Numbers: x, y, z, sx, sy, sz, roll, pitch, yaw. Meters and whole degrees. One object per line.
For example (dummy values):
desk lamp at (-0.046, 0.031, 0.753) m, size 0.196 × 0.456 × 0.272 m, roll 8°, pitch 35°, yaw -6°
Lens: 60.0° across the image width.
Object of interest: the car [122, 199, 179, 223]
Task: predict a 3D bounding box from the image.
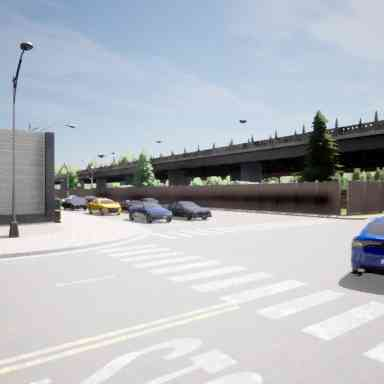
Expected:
car at (-3.231, 1.470, 24.996) m, size 1.812 × 1.442 × 4.674 m, roll 0°, pitch 0°, yaw -36°

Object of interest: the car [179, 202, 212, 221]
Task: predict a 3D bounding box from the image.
car at (-0.629, 1.492, 27.367) m, size 2.033 × 1.411 × 5.357 m, roll 0°, pitch 0°, yaw -36°

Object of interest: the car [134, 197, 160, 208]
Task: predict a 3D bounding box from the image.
car at (-6.463, 1.508, 47.910) m, size 1.994 × 1.385 × 4.181 m, roll 0°, pitch 0°, yaw -36°

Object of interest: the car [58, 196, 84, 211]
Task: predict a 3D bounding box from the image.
car at (-14.294, 1.492, 40.480) m, size 2.033 × 1.411 × 5.357 m, roll 0°, pitch 0°, yaw -35°

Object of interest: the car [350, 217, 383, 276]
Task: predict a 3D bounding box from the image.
car at (6.044, 1.468, 9.675) m, size 1.882 × 1.535 × 5.008 m, roll 1°, pitch 1°, yaw 38°

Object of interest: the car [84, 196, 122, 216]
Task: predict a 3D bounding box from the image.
car at (-8.597, 1.422, 32.501) m, size 1.882 × 1.535 × 5.008 m, roll 0°, pitch 0°, yaw -36°

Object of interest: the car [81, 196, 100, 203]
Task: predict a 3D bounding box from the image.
car at (-20.746, 1.488, 67.792) m, size 2.033 × 1.411 × 5.357 m, roll 0°, pitch 0°, yaw -36°

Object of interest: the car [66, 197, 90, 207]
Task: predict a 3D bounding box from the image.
car at (-17.486, 1.492, 50.986) m, size 2.033 × 1.411 × 5.357 m, roll 0°, pitch 0°, yaw -35°

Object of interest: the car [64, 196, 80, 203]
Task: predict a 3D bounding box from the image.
car at (-23.772, 1.469, 65.932) m, size 1.812 × 1.442 × 4.674 m, roll 0°, pitch 0°, yaw -36°

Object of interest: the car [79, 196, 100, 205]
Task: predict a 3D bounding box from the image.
car at (-17.845, 1.422, 57.813) m, size 1.882 × 1.535 × 5.008 m, roll 0°, pitch 0°, yaw -36°

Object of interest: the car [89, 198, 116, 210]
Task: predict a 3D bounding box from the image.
car at (-11.454, 1.470, 42.542) m, size 1.812 × 1.442 × 4.674 m, roll 0°, pitch 0°, yaw -36°
